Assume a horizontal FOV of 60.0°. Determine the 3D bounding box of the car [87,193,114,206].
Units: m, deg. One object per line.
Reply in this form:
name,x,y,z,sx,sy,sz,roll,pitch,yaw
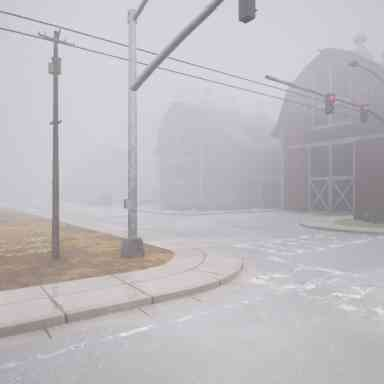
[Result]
car,-13.828,1.118,50.596,3.866,1.878,1.905,-2,5,11
